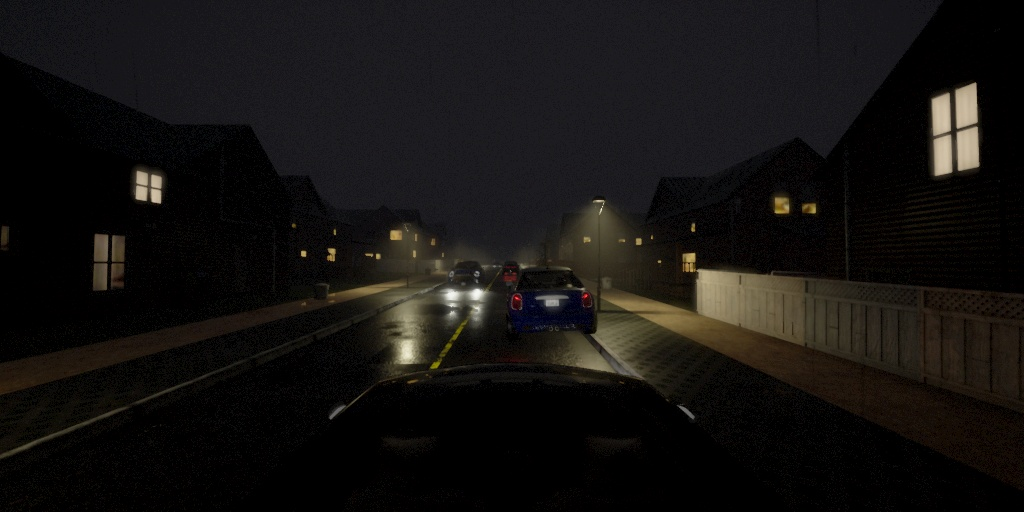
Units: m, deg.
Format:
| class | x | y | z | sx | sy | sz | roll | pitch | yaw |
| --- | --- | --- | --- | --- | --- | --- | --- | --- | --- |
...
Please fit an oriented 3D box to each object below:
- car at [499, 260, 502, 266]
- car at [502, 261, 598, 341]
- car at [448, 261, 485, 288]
| class | x | y | z | sx | sy | sz | roll | pitch | yaw |
| --- | --- | --- | --- | --- | --- | --- | --- | --- | --- |
| car | -0.139 | 1.301 | 38.822 | 1.837 | 1.490 | 4.892 | 0 | 0 | 0 |
| car | 0.883 | 1.076 | 10.093 | 2.097 | 1.767 | 4.553 | -2 | 0 | 0 |
| car | -2.979 | 1.124 | 24.167 | 2.097 | 1.767 | 4.553 | 0 | 0 | 0 |
